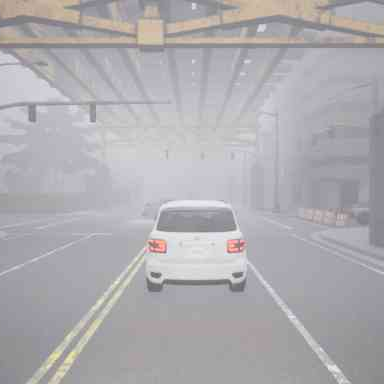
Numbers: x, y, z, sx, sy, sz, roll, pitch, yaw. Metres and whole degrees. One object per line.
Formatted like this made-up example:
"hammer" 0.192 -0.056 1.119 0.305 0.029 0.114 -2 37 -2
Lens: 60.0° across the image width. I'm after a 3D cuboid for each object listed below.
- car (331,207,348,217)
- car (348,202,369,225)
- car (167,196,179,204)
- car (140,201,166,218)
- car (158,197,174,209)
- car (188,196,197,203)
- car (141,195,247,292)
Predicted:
"car" 13.653 1.295 26.257 4.536 1.218 1.853 0 0 25
"car" 13.277 1.453 22.120 4.974 1.542 2.038 0 0 -20
"car" -3.467 1.565 62.639 1.994 1.385 4.181 0 0 0
"car" -3.577 1.601 31.116 1.895 1.301 4.718 0 0 0
"car" -3.566 1.526 46.693 1.812 1.442 4.674 0 0 0
"car" 0.147 1.526 68.196 1.812 1.442 4.674 0 0 0
"car" 0.085 1.221 9.075 2.150 2.045 5.566 0 0 0
